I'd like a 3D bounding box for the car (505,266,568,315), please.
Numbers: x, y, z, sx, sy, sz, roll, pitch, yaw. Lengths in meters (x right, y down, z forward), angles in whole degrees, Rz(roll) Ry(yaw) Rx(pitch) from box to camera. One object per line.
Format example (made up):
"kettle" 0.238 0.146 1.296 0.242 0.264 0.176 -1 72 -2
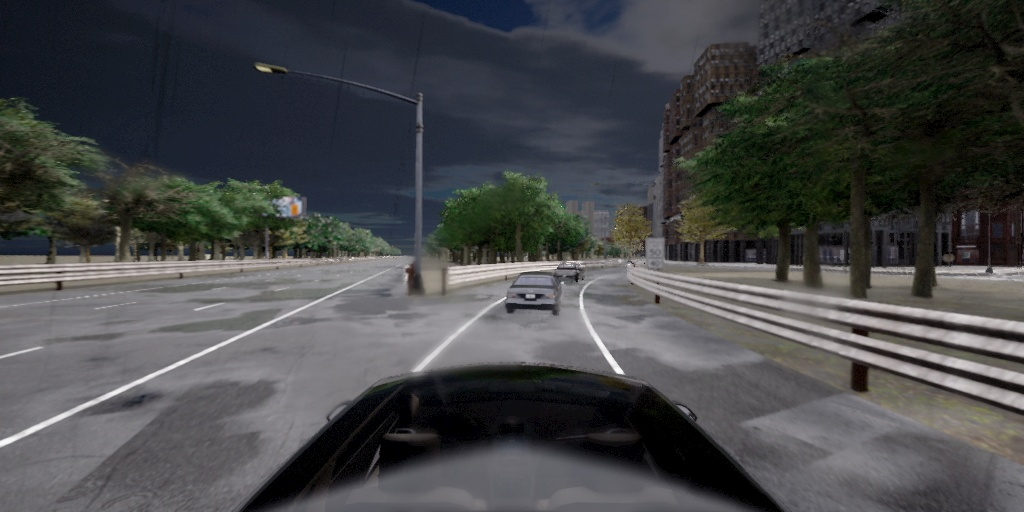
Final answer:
"car" 0.968 1.304 13.696 2.033 1.411 5.357 0 0 9

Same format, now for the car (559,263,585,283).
"car" 4.646 1.269 28.534 2.128 1.511 4.902 0 0 19
